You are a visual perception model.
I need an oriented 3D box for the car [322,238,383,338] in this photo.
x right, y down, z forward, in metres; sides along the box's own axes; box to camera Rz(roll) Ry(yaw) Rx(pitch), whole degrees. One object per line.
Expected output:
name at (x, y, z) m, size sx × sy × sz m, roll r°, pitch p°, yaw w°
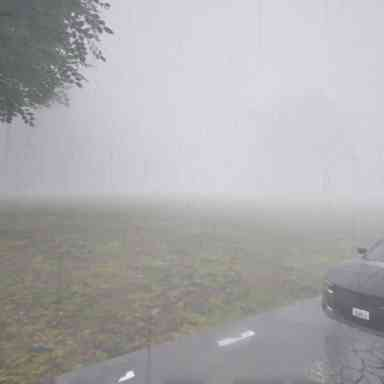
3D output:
car at (4.475, 1.492, 6.265) m, size 5.008 × 1.535 × 1.882 m, roll 0°, pitch 0°, yaw -35°
